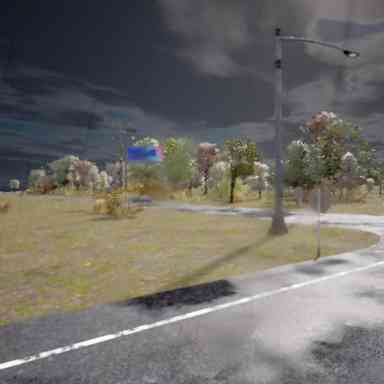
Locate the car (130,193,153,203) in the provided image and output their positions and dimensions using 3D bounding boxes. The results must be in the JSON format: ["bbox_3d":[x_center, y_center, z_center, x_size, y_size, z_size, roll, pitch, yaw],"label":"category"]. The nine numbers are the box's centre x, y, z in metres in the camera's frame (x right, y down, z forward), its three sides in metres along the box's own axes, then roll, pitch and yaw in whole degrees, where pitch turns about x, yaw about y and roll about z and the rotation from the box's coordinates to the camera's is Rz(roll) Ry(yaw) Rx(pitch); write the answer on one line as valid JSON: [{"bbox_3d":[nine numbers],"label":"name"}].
[{"bbox_3d":[-8.578,1.230,57.633,2.033,1.411,5.357,0,0,-33],"label":"car"}]

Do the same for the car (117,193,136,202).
[{"bbox_3d":[-12.552,1.020,63.523,2.097,1.767,4.553,0,0,-34],"label":"car"}]
